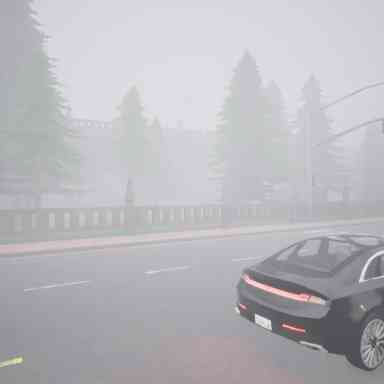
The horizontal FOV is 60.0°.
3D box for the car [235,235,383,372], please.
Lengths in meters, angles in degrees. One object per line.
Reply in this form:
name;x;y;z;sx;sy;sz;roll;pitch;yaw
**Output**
car;2.990;1.492;5.651;4.902;1.511;2.128;0;0;-32
